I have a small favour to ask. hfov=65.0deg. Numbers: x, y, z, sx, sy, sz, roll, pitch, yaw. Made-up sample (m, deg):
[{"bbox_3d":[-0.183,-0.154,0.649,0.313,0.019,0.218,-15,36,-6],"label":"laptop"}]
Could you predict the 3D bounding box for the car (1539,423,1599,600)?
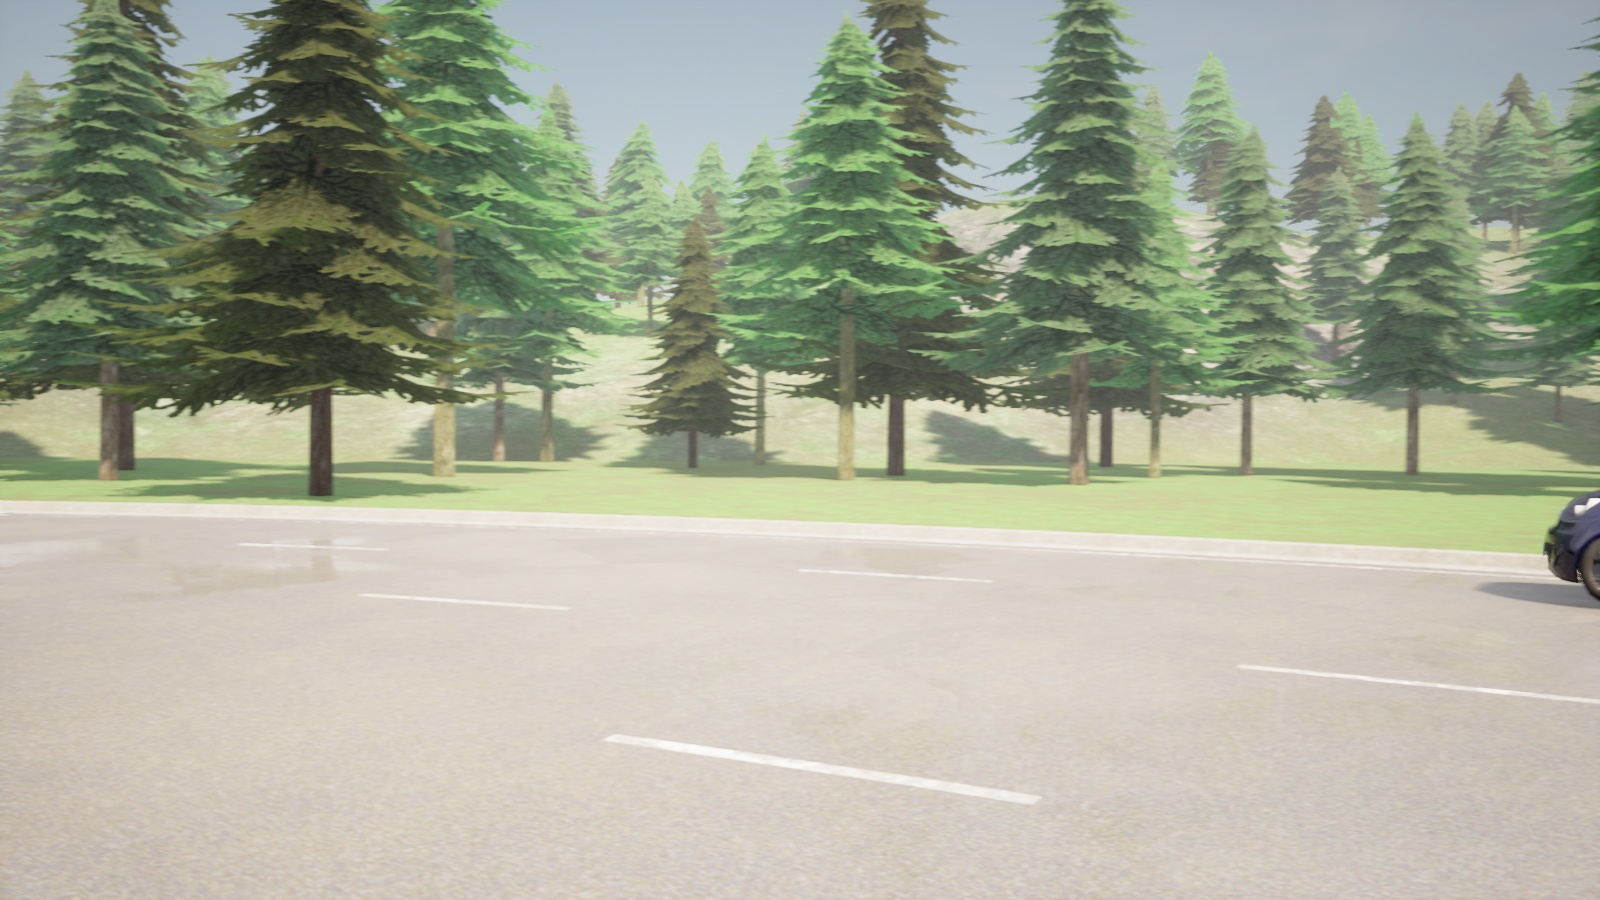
[{"bbox_3d":[8.447,0.506,10.646,3.633,1.501,1.845,0,1,35],"label":"car"}]
